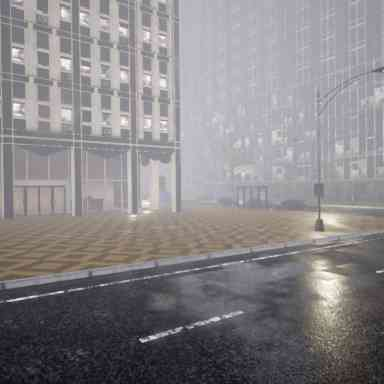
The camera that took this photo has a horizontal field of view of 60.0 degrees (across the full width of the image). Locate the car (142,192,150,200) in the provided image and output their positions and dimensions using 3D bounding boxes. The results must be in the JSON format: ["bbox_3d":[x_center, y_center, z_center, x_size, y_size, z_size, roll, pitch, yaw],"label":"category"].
[{"bbox_3d":[-10.804,1.039,68.729,2.008,1.369,4.403,0,1,-34],"label":"car"}]

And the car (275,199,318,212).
[{"bbox_3d":[11.615,1.424,35.862,1.947,1.339,4.313,0,1,-34],"label":"car"}]

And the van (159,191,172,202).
[{"bbox_3d":[-4.368,0.937,59.357,1.690,1.788,3.998,0,1,-34],"label":"van"}]

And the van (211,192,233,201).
[{"bbox_3d":[5.757,0.855,59.415,1.690,1.788,3.998,0,1,-34],"label":"van"}]

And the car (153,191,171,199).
[{"bbox_3d":[-7.115,0.615,78.154,2.192,1.841,5.009,0,1,-34],"label":"car"}]

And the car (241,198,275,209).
[{"bbox_3d":[8.411,1.388,40.559,1.802,1.307,4.206,0,1,-34],"label":"car"}]

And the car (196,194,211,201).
[{"bbox_3d":[2.540,1.043,64.103,1.802,1.307,4.206,0,1,-34],"label":"car"}]

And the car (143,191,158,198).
[{"bbox_3d":[-10.333,0.686,82.840,1.967,1.590,4.097,0,1,-34],"label":"car"}]

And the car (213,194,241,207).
[{"bbox_3d":[5.241,1.319,45.276,1.947,1.339,4.313,0,1,-34],"label":"car"}]
